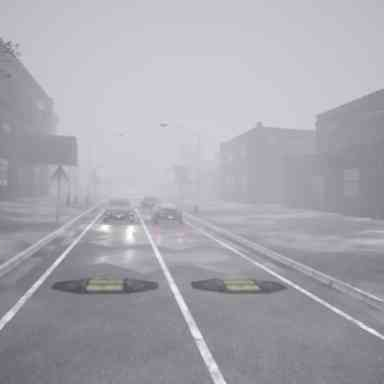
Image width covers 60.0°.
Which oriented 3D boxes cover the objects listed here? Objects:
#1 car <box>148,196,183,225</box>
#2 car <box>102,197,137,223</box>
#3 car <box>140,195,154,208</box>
[{"bbox_3d":[-1.720,1.287,22.274,1.812,1.442,4.674,3,1,-11],"label":"car"},{"bbox_3d":[-4.719,1.133,21.682,1.837,1.490,4.892,3,0,-11],"label":"car"},{"bbox_3d":[-4.649,1.052,36.926,1.994,1.385,4.181,3,1,-11],"label":"car"}]
